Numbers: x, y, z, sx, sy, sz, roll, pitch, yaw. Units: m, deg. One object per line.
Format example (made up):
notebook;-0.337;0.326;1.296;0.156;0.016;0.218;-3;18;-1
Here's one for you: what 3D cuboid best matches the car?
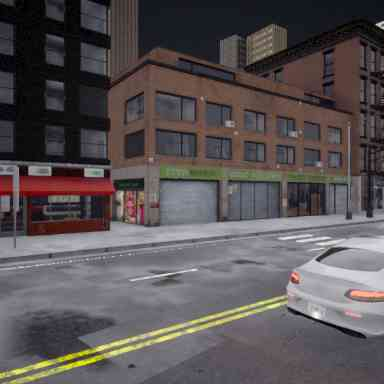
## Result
car;3.719;1.526;6.094;4.674;1.442;1.812;0;0;-34
